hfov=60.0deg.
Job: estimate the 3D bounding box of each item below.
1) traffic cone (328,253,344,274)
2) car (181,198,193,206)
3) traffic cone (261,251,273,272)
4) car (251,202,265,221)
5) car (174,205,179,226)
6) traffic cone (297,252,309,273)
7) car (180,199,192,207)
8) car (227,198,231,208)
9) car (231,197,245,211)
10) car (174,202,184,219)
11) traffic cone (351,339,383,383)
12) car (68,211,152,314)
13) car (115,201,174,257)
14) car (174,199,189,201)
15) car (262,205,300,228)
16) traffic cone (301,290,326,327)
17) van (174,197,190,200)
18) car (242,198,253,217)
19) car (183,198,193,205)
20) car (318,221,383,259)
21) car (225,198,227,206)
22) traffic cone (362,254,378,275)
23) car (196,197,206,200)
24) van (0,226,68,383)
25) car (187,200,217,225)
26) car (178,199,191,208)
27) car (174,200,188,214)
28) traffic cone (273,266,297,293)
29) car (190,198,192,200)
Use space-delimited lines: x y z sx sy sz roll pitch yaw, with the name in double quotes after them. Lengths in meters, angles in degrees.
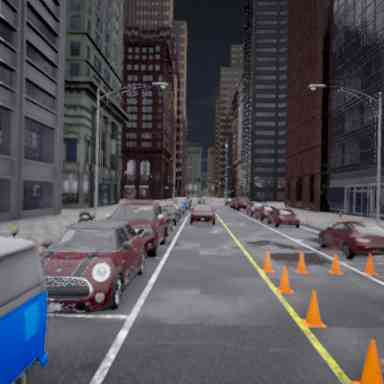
4.243 2.091 9.821 0.340 0.580 0.340 1 0 1 "traffic cone"
-0.928 1.915 63.989 1.947 1.339 4.313 1 0 1 "car"
2.244 2.052 9.870 0.340 0.580 0.340 1 0 1 "traffic cone"
6.774 1.876 29.978 1.802 1.307 4.206 1 0 1 "car"
-2.020 1.628 18.910 1.947 1.339 4.313 1 0 1 "car"
3.244 2.072 9.845 0.340 0.580 0.340 1 0 1 "traffic cone"
-1.064 1.876 58.354 1.947 1.339 4.313 1 0 1 "car"
7.324 1.752 52.516 2.192 1.841 5.009 1 0 1 "car"
7.187 1.715 46.881 2.192 1.841 5.009 1 0 1 "car"
-1.883 1.661 24.545 1.947 1.339 4.313 1 0 1 "car"
2.099 2.017 3.871 0.340 0.580 0.340 1 0 1 "traffic cone"
-2.291 1.437 7.640 1.967 1.590 4.097 1 0 1 "car"
-2.153 1.345 13.277 2.192 1.841 5.009 1 0 1 "car"
-1.610 1.746 35.815 1.802 1.307 4.206 1 0 1 "car"
6.637 1.842 24.343 1.802 1.307 4.206 1 0 1 "car"
2.147 2.029 5.871 0.340 0.580 0.340 1 0 1 "traffic cone"
-1.470 1.540 41.451 1.690 1.788 3.998 1 0 1 "van"
6.913 1.768 35.613 1.967 1.590 4.097 1 0 1 "car"
-0.791 1.939 69.624 2.008 1.369 4.403 1 0 1 "car"
6.364 1.776 13.073 1.802 1.307 4.206 1 0 1 "car"
7.457 2.041 58.149 1.947 1.339 4.313 1 0 1 "car"
5.243 2.110 9.796 0.340 0.580 0.340 1 0 1 "traffic cone"
2.053 1.969 72.747 1.837 1.490 4.892 1 -1 1 "car"
-2.427 1.305 2.006 1.690 1.788 3.998 1 0 1 "van"
0.817 1.631 25.552 1.882 1.535 5.008 1 0 2 "car"
-1.201 1.855 52.719 1.802 1.307 4.206 1 0 1 "car"
-1.747 1.680 30.180 2.008 1.369 4.403 1 0 1 "car"
2.196 2.041 7.870 0.340 0.580 0.340 1 0 1 "traffic cone"
-1.341 1.760 46.915 1.752 1.417 4.829 1 0 1 "car"
